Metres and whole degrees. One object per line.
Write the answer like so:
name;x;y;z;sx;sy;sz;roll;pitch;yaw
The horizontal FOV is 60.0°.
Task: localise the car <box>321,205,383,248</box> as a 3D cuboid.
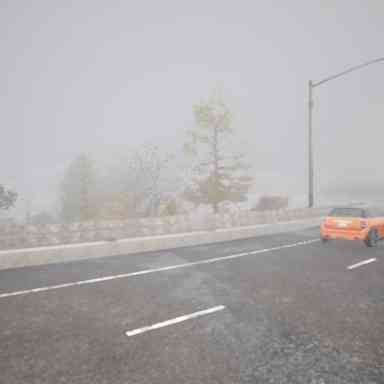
car;7.798;1.384;15.335;4.553;1.767;2.097;0;0;-44
